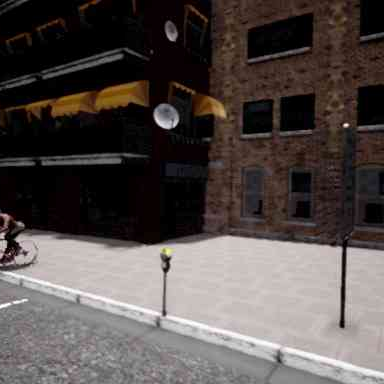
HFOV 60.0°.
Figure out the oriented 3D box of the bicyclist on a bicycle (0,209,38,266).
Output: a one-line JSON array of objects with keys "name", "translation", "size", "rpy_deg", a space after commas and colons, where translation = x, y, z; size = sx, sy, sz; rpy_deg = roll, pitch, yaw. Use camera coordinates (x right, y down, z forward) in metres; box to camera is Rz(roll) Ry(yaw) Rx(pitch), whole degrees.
[{"name": "bicyclist on a bicycle", "translation": [-4.682, 1.199, 8.353], "size": [0.582, 1.620, 1.656], "rpy_deg": [1, 6, 33]}]
